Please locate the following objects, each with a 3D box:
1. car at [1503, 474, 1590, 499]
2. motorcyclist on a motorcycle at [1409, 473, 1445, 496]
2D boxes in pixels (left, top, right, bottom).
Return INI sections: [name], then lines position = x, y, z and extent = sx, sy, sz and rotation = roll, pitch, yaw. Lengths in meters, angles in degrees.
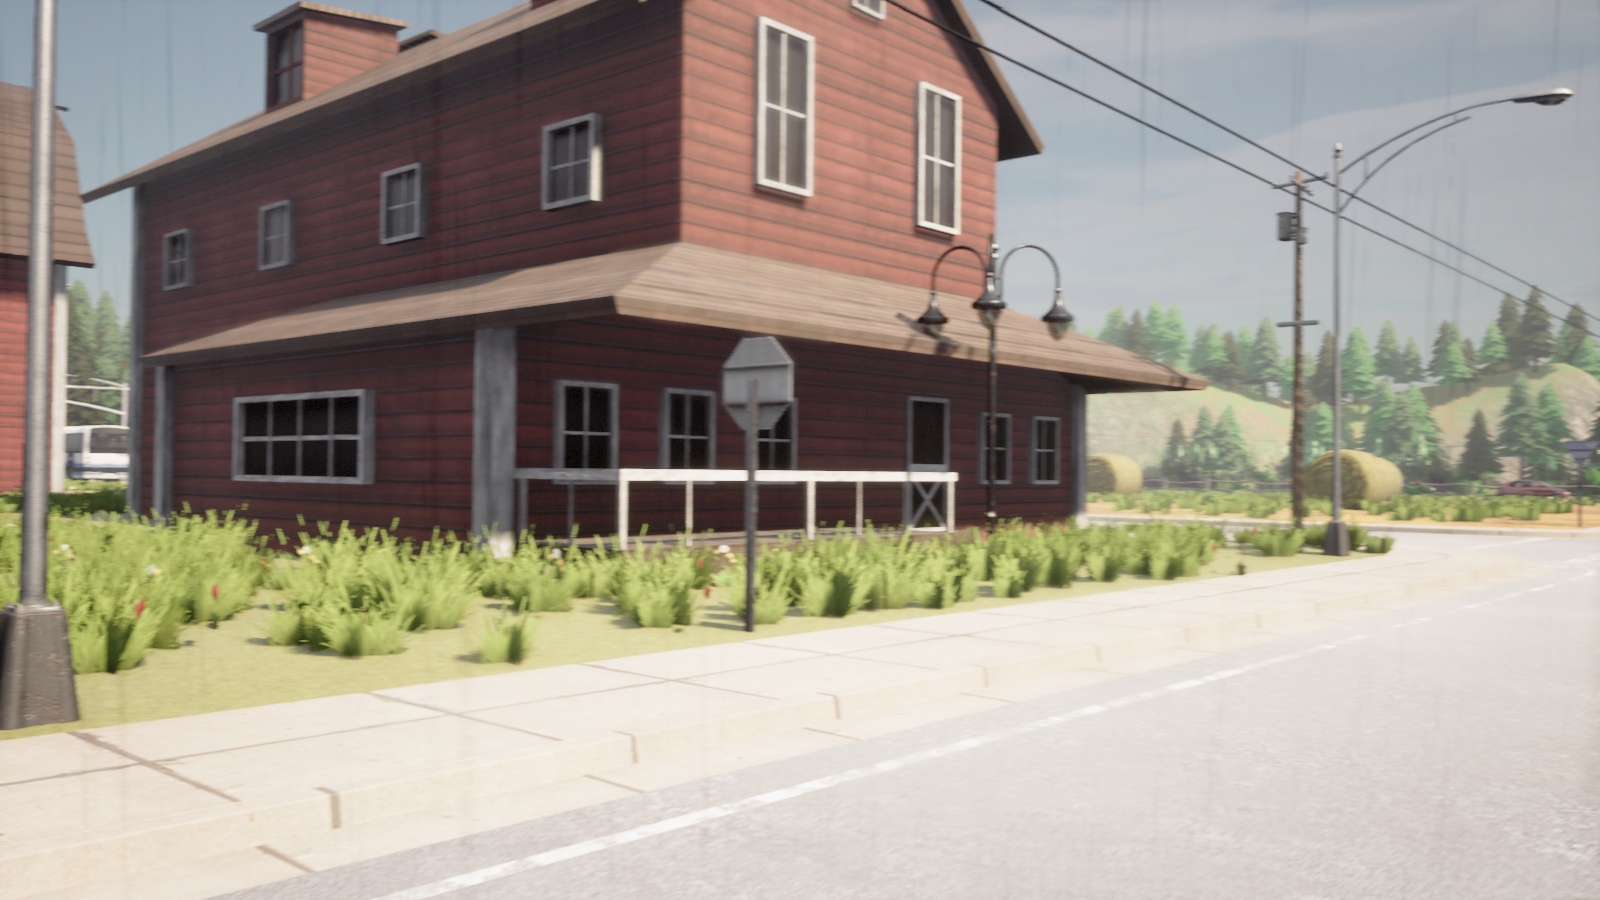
[car]
position = 45.491, 2.216, 76.579
extent = 1.816, 1.474, 4.193
rotation = 1, -1, -45
[motorcyclist on a motorcycle]
position = 42.307, 2.316, 84.751
extent = 0.797, 1.523, 2.044
rotation = 1, -1, -45
